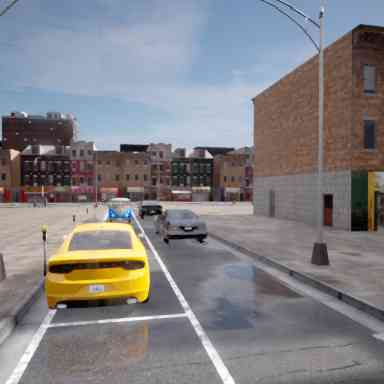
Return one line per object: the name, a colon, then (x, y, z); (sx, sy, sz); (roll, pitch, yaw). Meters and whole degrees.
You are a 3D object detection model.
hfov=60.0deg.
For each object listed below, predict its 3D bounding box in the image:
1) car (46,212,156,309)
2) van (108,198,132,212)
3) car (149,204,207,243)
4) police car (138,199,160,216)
car: (-2.122, 1.477, 8.024); (1.882, 1.535, 5.008); (0, 0, -12)
van: (-5.313, 1.344, 24.570); (1.690, 1.788, 3.998); (-1, 0, -12)
car: (-0.687, 1.548, 16.152); (2.033, 1.411, 5.357); (0, 0, -12)
police car: (-3.816, 1.431, 30.177); (1.930, 1.638, 5.238); (0, 0, -12)
